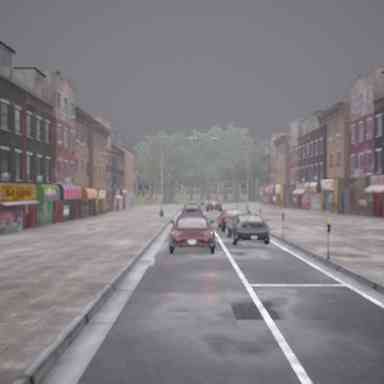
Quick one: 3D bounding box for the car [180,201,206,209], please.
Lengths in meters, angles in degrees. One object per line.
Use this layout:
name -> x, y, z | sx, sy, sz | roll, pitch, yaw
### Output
car -> 0.016, 1.799, 29.303 | 1.837, 1.490, 4.892 | 0, 0, 0

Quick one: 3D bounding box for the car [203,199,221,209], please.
car -> 3.008, 1.839, 47.130 | 2.097, 1.767, 4.553 | 0, -1, 0

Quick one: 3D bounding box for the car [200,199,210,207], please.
car -> 2.656, 2.306, 70.335 | 1.887, 1.381, 4.507 | -1, -1, 0

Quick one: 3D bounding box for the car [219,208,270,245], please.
car -> 2.634, 1.709, 16.273 | 2.008, 1.369, 4.403 | -1, -1, 0

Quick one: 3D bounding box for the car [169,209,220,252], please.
car -> 0.010, 1.665, 14.396 | 1.812, 1.442, 4.674 | 0, 0, 0

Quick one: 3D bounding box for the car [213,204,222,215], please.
car -> 2.636, 1.757, 21.679 | 1.887, 1.381, 4.507 | -1, -1, 0
